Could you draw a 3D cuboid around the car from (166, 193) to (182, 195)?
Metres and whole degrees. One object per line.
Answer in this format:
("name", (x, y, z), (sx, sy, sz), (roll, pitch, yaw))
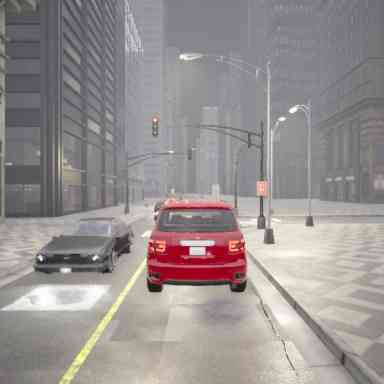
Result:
("car", (-3.113, 1.217, 50.947), (2.150, 2.045, 5.566), (0, 1, 0))

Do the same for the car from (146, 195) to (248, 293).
("car", (0.099, 1.221, 9.031), (2.150, 2.045, 5.566), (0, 0, 0))

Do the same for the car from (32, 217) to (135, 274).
("car", (-3.103, 1.547, 10.844), (2.033, 1.411, 5.357), (0, 0, 0))

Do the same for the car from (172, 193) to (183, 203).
("car", (-3.018, 1.234, 69.215), (2.150, 2.045, 5.566), (0, 0, 0))

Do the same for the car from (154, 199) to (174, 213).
("car", (-3.109, 1.565, 37.864), (1.994, 1.385, 4.181), (0, 0, 0))
